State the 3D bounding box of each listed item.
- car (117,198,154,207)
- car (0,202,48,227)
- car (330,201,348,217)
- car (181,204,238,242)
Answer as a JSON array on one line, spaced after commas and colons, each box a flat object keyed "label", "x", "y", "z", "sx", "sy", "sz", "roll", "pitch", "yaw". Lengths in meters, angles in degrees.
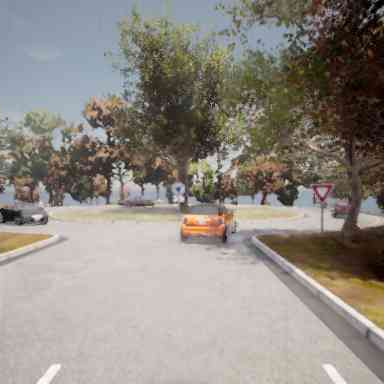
[{"label": "car", "x": -8.442, "y": 1.543, "z": 49.848, "sx": 5.357, "sy": 1.411, "sz": 2.033, "roll": 0, "pitch": 0, "yaw": -23}, {"label": "car", "x": -11.804, "y": 1.489, "z": 23.193, "sx": 4.902, "sy": 1.511, "sz": 2.128, "roll": 0, "pitch": 0, "yaw": 42}, {"label": "car", "x": 13.919, "y": 1.523, "z": 30.677, "sx": 1.812, "sy": 1.442, "sz": 4.674, "roll": 1, "pitch": 0, "yaw": 19}, {"label": "car", "x": 0.973, "y": 1.351, "z": 16.650, "sx": 2.097, "sy": 1.767, "sz": 4.553, "roll": 0, "pitch": 0, "yaw": 14}]
